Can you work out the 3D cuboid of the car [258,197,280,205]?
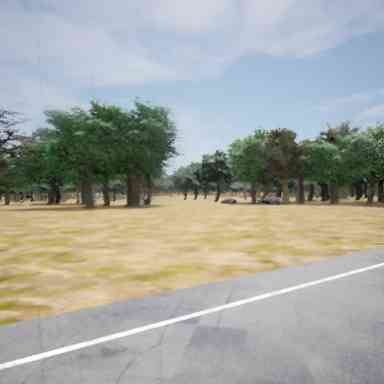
[{"bbox_3d":[15.643,1.807,67.963,2.097,1.767,4.553,2,-2,-35],"label":"car"}]

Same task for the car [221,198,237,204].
[{"bbox_3d":[8.696,2.094,77.970,1.994,1.385,4.181,2,-2,-35],"label":"car"}]
